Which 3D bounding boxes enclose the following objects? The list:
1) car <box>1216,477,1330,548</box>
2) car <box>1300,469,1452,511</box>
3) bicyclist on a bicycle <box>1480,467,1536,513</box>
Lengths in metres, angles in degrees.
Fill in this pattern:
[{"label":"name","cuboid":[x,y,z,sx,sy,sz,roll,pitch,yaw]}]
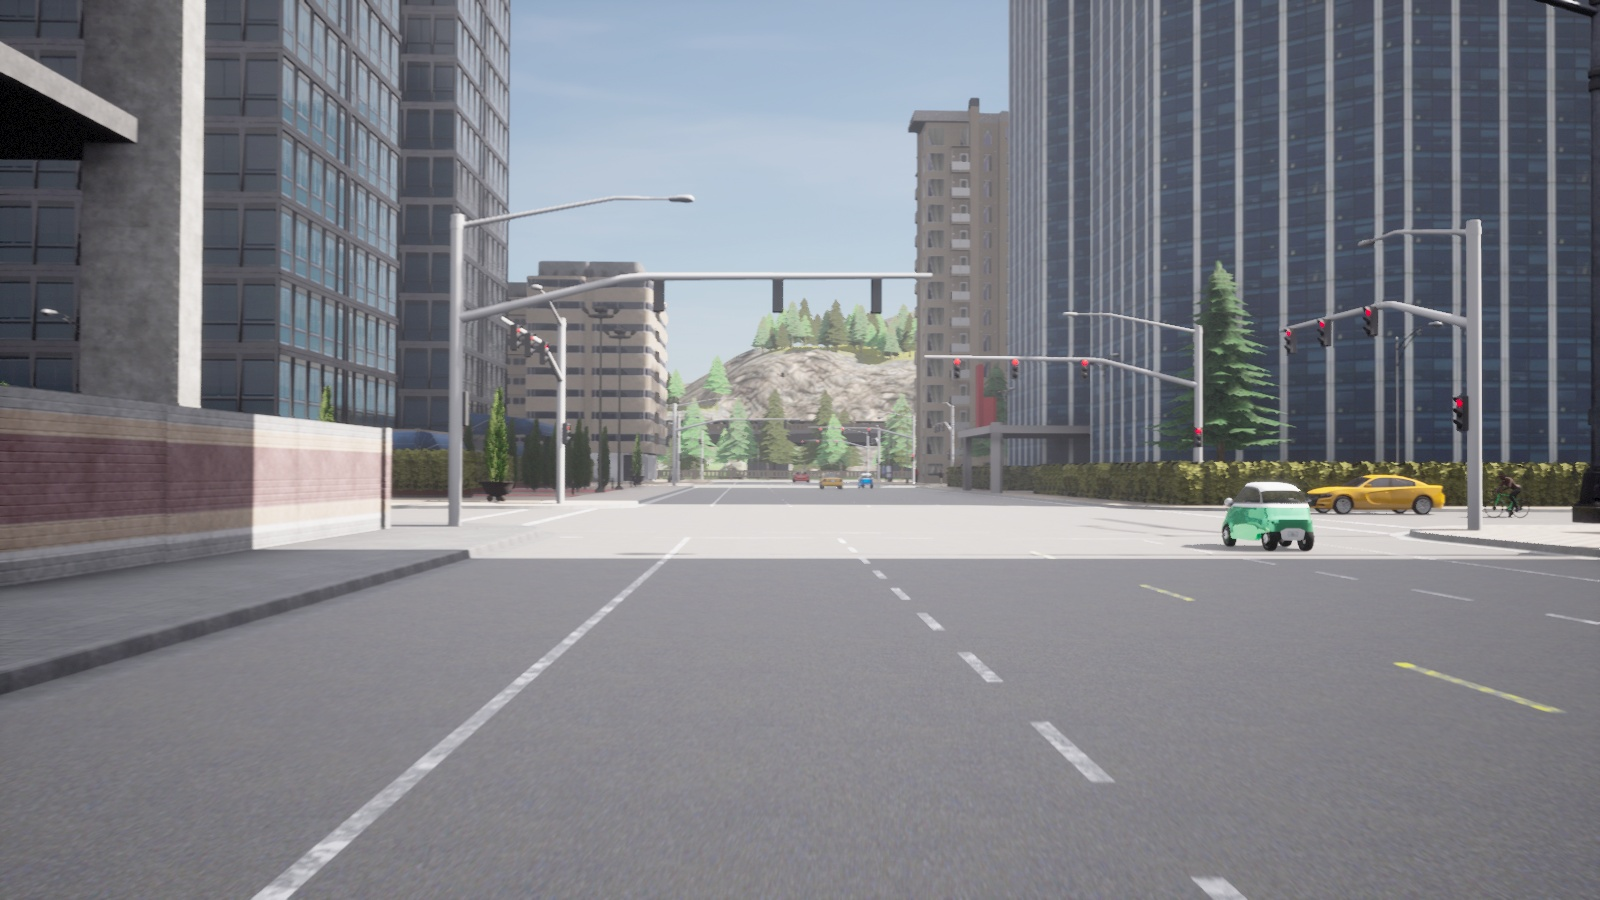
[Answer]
[{"label":"car","cuboid":[9.792,1.271,26.108,1.481,1.376,2.207,0,-1,-2]},{"label":"car","cuboid":[22.125,1.521,48.343,5.008,1.535,1.882,0,-1,-2]},{"label":"bicyclist on a bicycle","cuboid":[25.339,1.428,44.953,1.656,1.620,0.582,0,-1,-2]}]
